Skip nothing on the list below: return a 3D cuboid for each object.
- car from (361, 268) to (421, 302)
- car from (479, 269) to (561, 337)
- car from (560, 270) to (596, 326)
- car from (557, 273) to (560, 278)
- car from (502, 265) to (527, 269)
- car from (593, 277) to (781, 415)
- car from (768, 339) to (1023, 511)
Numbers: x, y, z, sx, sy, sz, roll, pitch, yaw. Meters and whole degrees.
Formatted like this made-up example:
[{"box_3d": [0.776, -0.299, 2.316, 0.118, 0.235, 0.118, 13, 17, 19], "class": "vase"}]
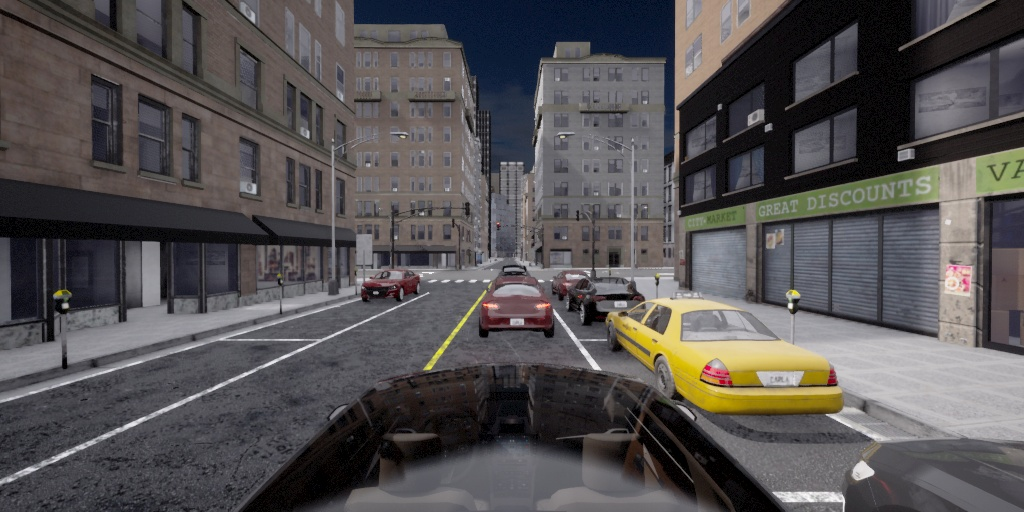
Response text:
[{"box_3d": [-5.653, 1.290, 17.156, 1.888, 1.381, 4.507, 0, 0, 0], "class": "car"}, {"box_3d": [0.103, 1.273, 10.128, 1.812, 1.442, 4.674, 0, 0, 0], "class": "car"}, {"box_3d": [2.885, 1.313, 11.563, 1.948, 1.339, 4.313, 0, 0, 0], "class": "car"}, {"box_3d": [2.892, 1.327, 17.149, 1.802, 1.307, 4.207, 0, 0, 0], "class": "car"}, {"box_3d": [0.119, 1.249, 20.407, 1.837, 1.490, 4.892, 0, 0, 0], "class": "car"}, {"box_3d": [2.879, 1.274, 6.147, 1.751, 1.417, 4.829, 0, 0, 0], "class": "car"}, {"box_3d": [2.872, 1.301, 0.391, 2.007, 1.370, 4.403, 0, 0, 0], "class": "car"}]
